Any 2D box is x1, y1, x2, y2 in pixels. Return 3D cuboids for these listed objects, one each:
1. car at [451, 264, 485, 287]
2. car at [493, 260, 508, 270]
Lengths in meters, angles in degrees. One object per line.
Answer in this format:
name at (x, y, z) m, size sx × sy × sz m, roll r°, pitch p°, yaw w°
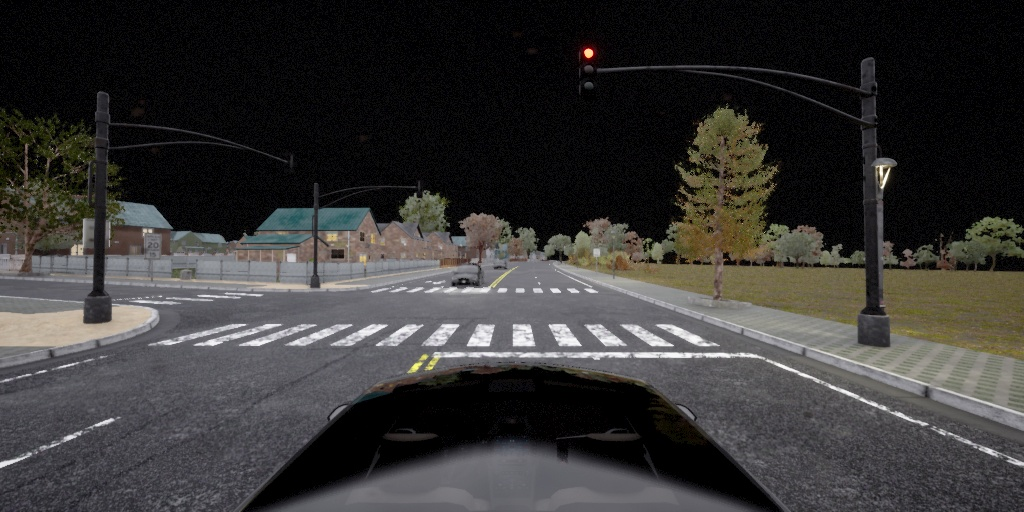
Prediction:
car at (-2.911, 1.330, 24.516) m, size 1.837 × 1.490 × 4.892 m, roll 0°, pitch 0°, yaw 2°
car at (-1.695, 1.334, 53.023) m, size 1.837 × 1.490 × 4.892 m, roll 0°, pitch 0°, yaw 3°
